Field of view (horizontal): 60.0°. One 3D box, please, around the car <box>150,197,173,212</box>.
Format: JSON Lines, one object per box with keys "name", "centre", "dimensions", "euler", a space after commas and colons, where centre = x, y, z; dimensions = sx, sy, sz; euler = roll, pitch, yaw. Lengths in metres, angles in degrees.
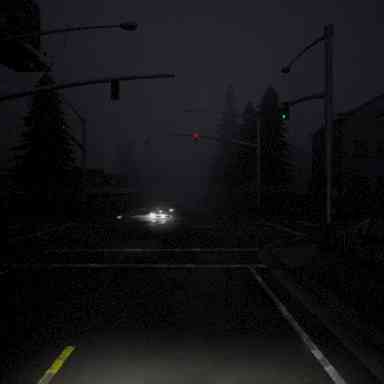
{"name": "car", "centre": [-3.627, 1.491, 38.102], "dimensions": [2.128, 1.511, 4.902], "euler": [0, 0, 0]}
